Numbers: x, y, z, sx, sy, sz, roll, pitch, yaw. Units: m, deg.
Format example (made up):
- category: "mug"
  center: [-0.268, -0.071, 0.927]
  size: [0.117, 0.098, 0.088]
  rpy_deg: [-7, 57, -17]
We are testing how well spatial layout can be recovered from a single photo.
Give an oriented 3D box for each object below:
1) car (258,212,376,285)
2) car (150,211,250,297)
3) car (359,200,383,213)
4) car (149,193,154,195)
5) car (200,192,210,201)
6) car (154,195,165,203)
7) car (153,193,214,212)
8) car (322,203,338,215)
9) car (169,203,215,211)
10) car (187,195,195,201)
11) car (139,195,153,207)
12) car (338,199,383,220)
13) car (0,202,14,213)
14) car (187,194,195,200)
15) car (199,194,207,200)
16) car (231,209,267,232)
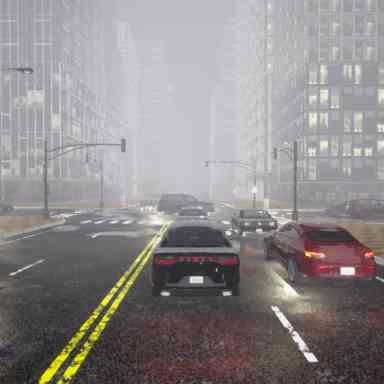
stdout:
- category: "car"
  center: [3.319, 1.521, 9.396]
  size: [1.812, 1.442, 4.674]
  rpy_deg: [0, 0, 0]
- category: "car"
  center: [0.067, 1.474, 8.630]
  size: [1.882, 1.535, 5.008]
  rpy_deg: [0, 0, 0]
- category: "car"
  center: [21.685, 1.643, 37.563]
  size: [4.829, 1.417, 1.752]
  rpy_deg: [1, 0, 1]
- category: "car"
  center: [-6.775, 1.175, 59.757]
  size: [2.150, 2.045, 5.566]
  rpy_deg: [0, 0, 0]
- category: "car"
  center: [2.984, 1.143, 80.033]
  size: [2.150, 2.045, 5.566]
  rpy_deg: [0, 0, 0]
- category: "car"
  center: [-6.734, 1.465, 69.897]
  size: [1.812, 1.442, 4.674]
  rpy_deg: [0, 0, 0]
- category: "car"
  center: [-0.564, 1.237, 32.044]
  size: [5.566, 2.045, 2.150]
  rpy_deg: [0, 1, 1]
- category: "car"
  center: [16.182, 1.637, 35.047]
  size: [4.674, 1.442, 1.812]
  rpy_deg: [1, 1, 1]
- category: "car"
  center: [0.037, 1.538, 18.451]
  size: [2.033, 1.411, 5.357]
  rpy_deg: [0, 0, 0]
- category: "car"
  center: [-0.266, 1.396, 79.994]
  size: [1.882, 1.535, 5.008]
  rpy_deg: [0, 0, 0]
- category: "car"
  center: [-6.760, 1.528, 50.724]
  size: [1.994, 1.385, 4.181]
  rpy_deg: [0, 0, 0]
- category: "car"
  center: [16.104, 1.519, 29.258]
  size: [5.009, 1.841, 2.192]
  rpy_deg: [1, 0, 1]
- category: "car"
  center: [-19.684, 1.406, 32.317]
  size: [4.181, 1.385, 1.994]
  rpy_deg: [0, 1, 1]
- category: "car"
  center: [-0.301, 1.267, 90.411]
  size: [2.128, 1.511, 4.902]
  rpy_deg: [0, 0, 0]
- category: "car"
  center: [2.949, 1.267, 90.421]
  size: [2.128, 1.511, 4.902]
  rpy_deg: [0, 0, 0]
- category: "car"
  center: [3.288, 1.591, 18.514]
  size: [1.895, 1.301, 4.718]
  rpy_deg: [0, 0, 0]
